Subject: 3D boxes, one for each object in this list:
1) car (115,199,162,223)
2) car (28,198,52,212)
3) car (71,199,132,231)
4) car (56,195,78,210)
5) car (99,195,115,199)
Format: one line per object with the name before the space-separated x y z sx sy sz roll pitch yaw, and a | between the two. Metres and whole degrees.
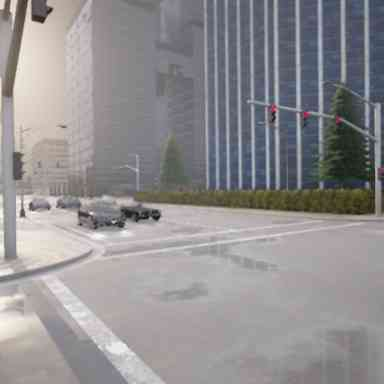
car | -4.021 1.448 24.241 1.895 1.301 4.718 -1 1 -34
car | -17.492 1.418 38.114 1.812 1.442 4.674 -1 1 -33
car | -5.694 1.418 20.456 1.837 1.490 4.892 -1 1 -34
car | -15.237 1.180 41.041 2.097 1.767 4.553 -1 1 -34
car | -12.904 1.221 50.221 1.812 1.442 4.674 -1 0 -33
